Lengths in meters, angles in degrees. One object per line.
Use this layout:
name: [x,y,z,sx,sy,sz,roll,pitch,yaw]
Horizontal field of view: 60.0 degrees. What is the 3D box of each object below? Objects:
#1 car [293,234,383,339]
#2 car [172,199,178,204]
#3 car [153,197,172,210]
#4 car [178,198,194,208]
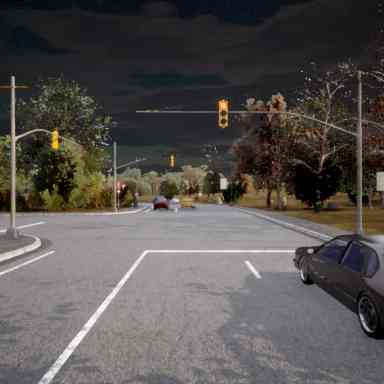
car: [3.611,1.547,6.493,2.033,1.411,5.357,0,0,0]
car: [-4.399,2.365,83.347,1.812,1.442,4.674,0,-1,-22]
car: [-3.960,1.677,43.422,1.895,1.301,4.718,0,-1,-2]
car: [-0.752,1.644,50.635,1.882,1.535,5.008,0,-1,-5]
